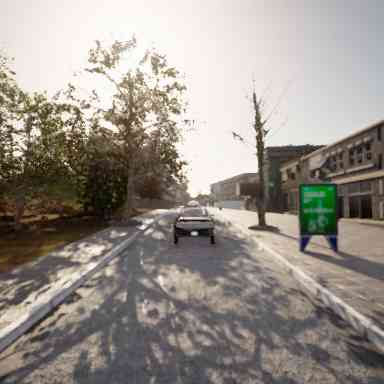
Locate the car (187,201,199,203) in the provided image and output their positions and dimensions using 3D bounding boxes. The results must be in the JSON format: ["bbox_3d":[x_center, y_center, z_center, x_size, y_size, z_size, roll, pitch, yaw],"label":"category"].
[{"bbox_3d":[0.096,1.679,34.191,1.812,1.442,4.674,0,-1,0],"label":"car"}]

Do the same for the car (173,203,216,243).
[{"bbox_3d":[0.100,1.499,16.172,2.128,1.511,4.902,0,0,0],"label":"car"}]
